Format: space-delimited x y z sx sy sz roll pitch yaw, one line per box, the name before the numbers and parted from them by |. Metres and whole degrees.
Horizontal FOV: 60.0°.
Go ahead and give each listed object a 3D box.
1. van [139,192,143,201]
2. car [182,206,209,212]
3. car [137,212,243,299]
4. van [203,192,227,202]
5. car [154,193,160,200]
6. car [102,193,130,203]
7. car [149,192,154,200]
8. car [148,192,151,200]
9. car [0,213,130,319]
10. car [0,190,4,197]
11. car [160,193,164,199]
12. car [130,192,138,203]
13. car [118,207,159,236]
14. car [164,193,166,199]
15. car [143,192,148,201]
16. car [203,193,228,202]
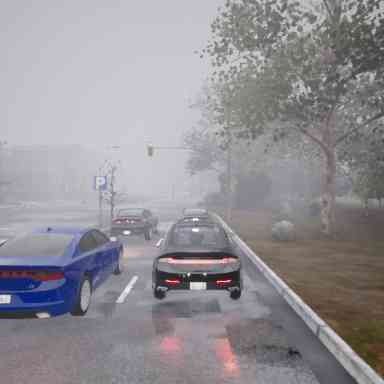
van | -13.208 1.093 70.767 4.442 1.987 1.878 -1 0 -14
car | 0.180 1.530 17.906 1.837 1.490 4.892 0 0 0
car | 0.115 1.503 8.494 2.128 1.511 4.902 0 0 0
van | 4.313 1.042 64.369 4.442 1.987 1.878 1 0 -14
car | -11.413 1.357 85.716 4.674 1.452 2.002 -1 0 -12
car | -14.416 1.358 61.783 4.792 1.488 2.163 -1 0 -15
car | -12.231 1.359 79.734 4.674 1.452 2.002 -1 0 -13
car | -12.605 1.359 76.733 4.674 1.452 2.002 -1 0 -13
car | -2.888 1.487 7.560 1.882 1.535 5.008 0 0 0
car | -31.141 0.137 52.659 2.002 1.452 4.674 6 -3 -19
car | -10.962 1.065 88.722 5.566 2.045 2.435 -1 0 -12
car | -13.770 1.315 64.775 5.366 1.575 1.946 -1 0 -15
car | -2.829 1.530 16.991 1.837 1.490 4.892 0 0 1
car | -10.539 1.316 91.701 5.008 1.535 2.097 -1 0 -12
car | -12.979 1.321 73.738 4.892 1.521 2.231 -1 0 -14
car | 4.698 1.141 67.339 4.553 1.767 2.185 1 0 -14
